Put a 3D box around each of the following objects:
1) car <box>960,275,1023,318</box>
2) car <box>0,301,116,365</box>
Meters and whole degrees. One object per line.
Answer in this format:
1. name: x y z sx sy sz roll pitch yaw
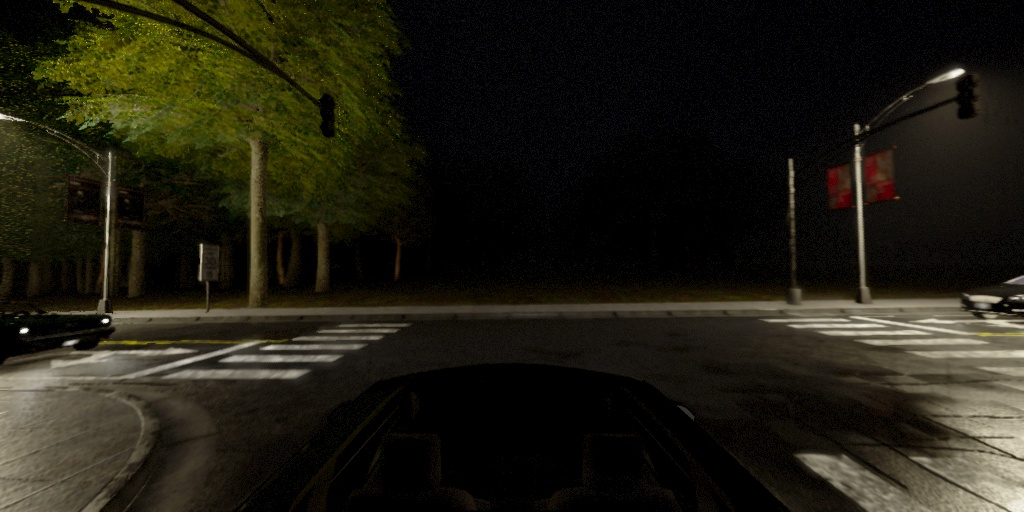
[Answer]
1. car: 16.046 1.126 10.254 4.902 1.511 2.128 -1 -2 3
2. car: -12.175 1.693 8.198 4.718 1.301 1.895 -1 -2 2
